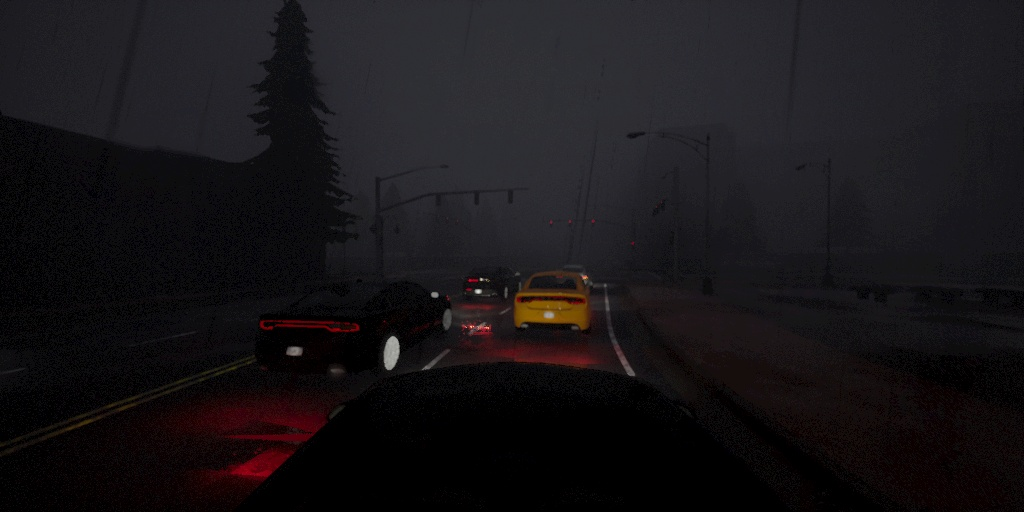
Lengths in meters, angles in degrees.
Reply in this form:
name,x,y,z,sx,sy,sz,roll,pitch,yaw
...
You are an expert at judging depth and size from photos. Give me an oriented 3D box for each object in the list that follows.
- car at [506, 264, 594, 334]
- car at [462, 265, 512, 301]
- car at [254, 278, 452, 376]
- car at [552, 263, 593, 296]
name,x,y,z,sx,sy,sz,roll,pitch,yaw
car,1.329,1.176,10.551,1.882,1.535,5.008,0,0,11
car,-0.814,1.167,16.831,1.837,1.490,4.892,0,0,13
car,-2.748,1.194,7.515,1.882,1.535,5.008,0,0,7
car,3.423,1.170,19.575,1.812,1.442,4.674,0,0,14
